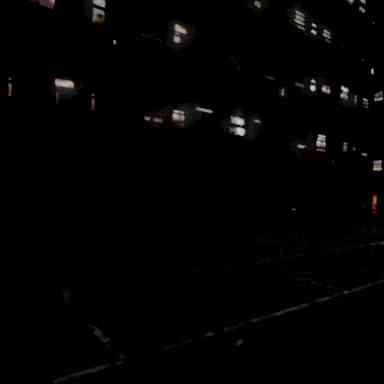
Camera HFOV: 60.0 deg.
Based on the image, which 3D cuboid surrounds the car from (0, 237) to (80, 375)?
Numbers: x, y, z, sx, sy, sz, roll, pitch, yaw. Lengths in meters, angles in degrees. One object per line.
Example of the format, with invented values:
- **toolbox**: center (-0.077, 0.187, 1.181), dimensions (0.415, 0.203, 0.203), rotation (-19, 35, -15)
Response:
- **car**: center (-3.618, 1.435, 3.987), dimensions (4.097, 1.590, 1.967), rotation (1, 0, -36)
